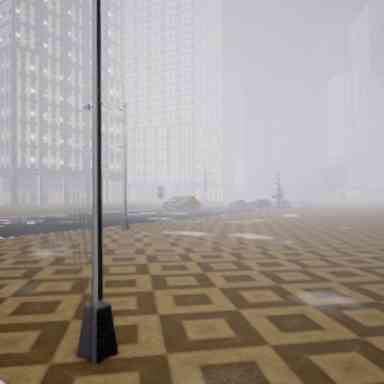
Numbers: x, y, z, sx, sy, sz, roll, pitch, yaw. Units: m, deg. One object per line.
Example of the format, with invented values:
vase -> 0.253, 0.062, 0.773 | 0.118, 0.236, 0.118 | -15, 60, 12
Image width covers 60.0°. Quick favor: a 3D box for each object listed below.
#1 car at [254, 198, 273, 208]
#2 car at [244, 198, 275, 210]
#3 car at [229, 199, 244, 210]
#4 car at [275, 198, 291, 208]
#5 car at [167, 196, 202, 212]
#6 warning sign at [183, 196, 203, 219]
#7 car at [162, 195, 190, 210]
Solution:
car -> 12.406, 1.843, 57.534 | 1.837, 1.490, 4.892 | 0, 0, 31
car -> 9.658, 1.745, 46.980 | 1.882, 1.535, 5.008 | 0, -1, 33
car -> 6.983, 1.806, 48.824 | 1.812, 1.442, 4.674 | 0, 0, 34
car -> 15.186, 1.818, 55.850 | 2.128, 1.511, 4.902 | 0, 0, 31
car -> -0.642, 1.717, 43.444 | 1.882, 1.535, 5.008 | 0, 0, 34
warning sign -> 0.115, 1.240, 27.735 | 1.300, 1.860, 1.060 | 0, 0, 34
car -> -1.916, 1.488, 47.361 | 2.150, 2.045, 5.566 | 0, 0, 34
